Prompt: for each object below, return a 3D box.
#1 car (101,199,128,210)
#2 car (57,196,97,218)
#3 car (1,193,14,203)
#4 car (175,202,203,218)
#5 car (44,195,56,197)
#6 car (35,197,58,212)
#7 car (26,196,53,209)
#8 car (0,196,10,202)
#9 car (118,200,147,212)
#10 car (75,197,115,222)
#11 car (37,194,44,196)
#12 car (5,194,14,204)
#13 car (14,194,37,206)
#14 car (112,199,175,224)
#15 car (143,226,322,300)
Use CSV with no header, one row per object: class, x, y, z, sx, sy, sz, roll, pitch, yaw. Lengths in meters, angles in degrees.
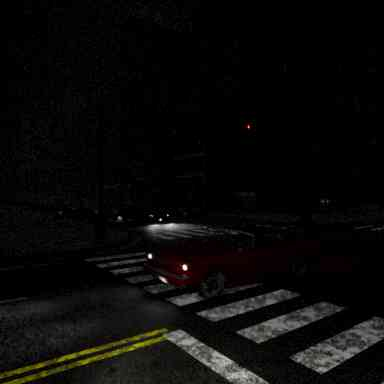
car,-10.279,1.579,43.806,1.947,1.339,4.313,0,0,-35
car,-10.422,1.421,30.173,1.967,1.590,4.097,0,0,-35
car,-39.192,1.556,70.573,1.887,1.381,4.507,0,0,-35
car,-0.689,1.581,30.338,1.947,1.339,4.313,0,0,-35
car,-29.458,1.478,70.739,1.967,1.590,4.097,0,0,-35
car,-16.816,1.563,39.150,1.802,1.307,4.206,0,0,-35
car,-20.012,1.534,43.639,2.008,1.369,4.403,0,0,-35
car,-42.389,1.598,75.063,1.802,1.307,4.206,0,0,-35
car,-7.083,1.594,39.317,1.802,1.307,4.206,0,0,-35
car,-7.226,1.423,25.684,1.967,1.590,4.097,0,0,-35
car,-35.851,1.488,79.718,1.967,1.590,4.097,0,0,-35
car,-32.799,1.551,61.595,2.008,1.369,4.403,0,0,-35
car,-26.405,1.430,52.617,1.967,1.590,4.097,0,0,-35
car,-3.788,1.541,25.200,2.033,1.411,5.357,0,0,-37
car,1.175,1.599,8.545,4.718,1.301,1.895,0,0,-36
